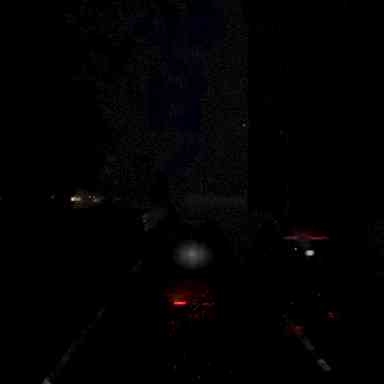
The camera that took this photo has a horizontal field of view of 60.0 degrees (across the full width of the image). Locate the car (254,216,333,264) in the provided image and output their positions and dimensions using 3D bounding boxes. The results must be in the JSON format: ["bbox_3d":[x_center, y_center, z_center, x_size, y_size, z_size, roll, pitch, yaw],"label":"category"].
[{"bbox_3d":[3.536,1.633,12.351,2.128,1.511,4.902,0,-1,1],"label":"car"}]

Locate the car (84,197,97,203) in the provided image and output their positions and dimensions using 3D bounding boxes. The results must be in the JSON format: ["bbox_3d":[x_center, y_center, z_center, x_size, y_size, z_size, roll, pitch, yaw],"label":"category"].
[{"bbox_3d":[-26.631,2.044,87.954,5.357,1.411,2.033,1,0,44],"label":"car"}]

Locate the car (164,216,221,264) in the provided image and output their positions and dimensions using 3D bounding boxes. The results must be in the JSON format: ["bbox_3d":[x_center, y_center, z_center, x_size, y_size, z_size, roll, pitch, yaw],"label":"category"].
[{"bbox_3d":[0.038,1.647,12.420,1.837,1.490,4.892,0,0,0],"label":"car"}]
